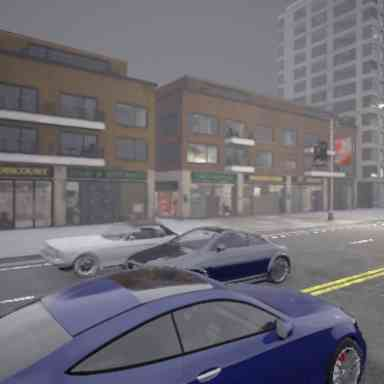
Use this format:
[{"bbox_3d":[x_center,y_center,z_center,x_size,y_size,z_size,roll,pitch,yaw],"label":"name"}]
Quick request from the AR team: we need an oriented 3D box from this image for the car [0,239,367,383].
[{"bbox_3d":[-0.154,1.525,3.330,4.674,1.442,1.812,0,0,-35],"label":"car"}]

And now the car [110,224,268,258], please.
[{"bbox_3d":[0.457,1.561,7.998,4.181,1.385,1.994,0,0,-35],"label":"car"}]

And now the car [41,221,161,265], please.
[{"bbox_3d":[-2.009,1.599,10.233,4.718,1.301,1.895,0,0,-35],"label":"car"}]
